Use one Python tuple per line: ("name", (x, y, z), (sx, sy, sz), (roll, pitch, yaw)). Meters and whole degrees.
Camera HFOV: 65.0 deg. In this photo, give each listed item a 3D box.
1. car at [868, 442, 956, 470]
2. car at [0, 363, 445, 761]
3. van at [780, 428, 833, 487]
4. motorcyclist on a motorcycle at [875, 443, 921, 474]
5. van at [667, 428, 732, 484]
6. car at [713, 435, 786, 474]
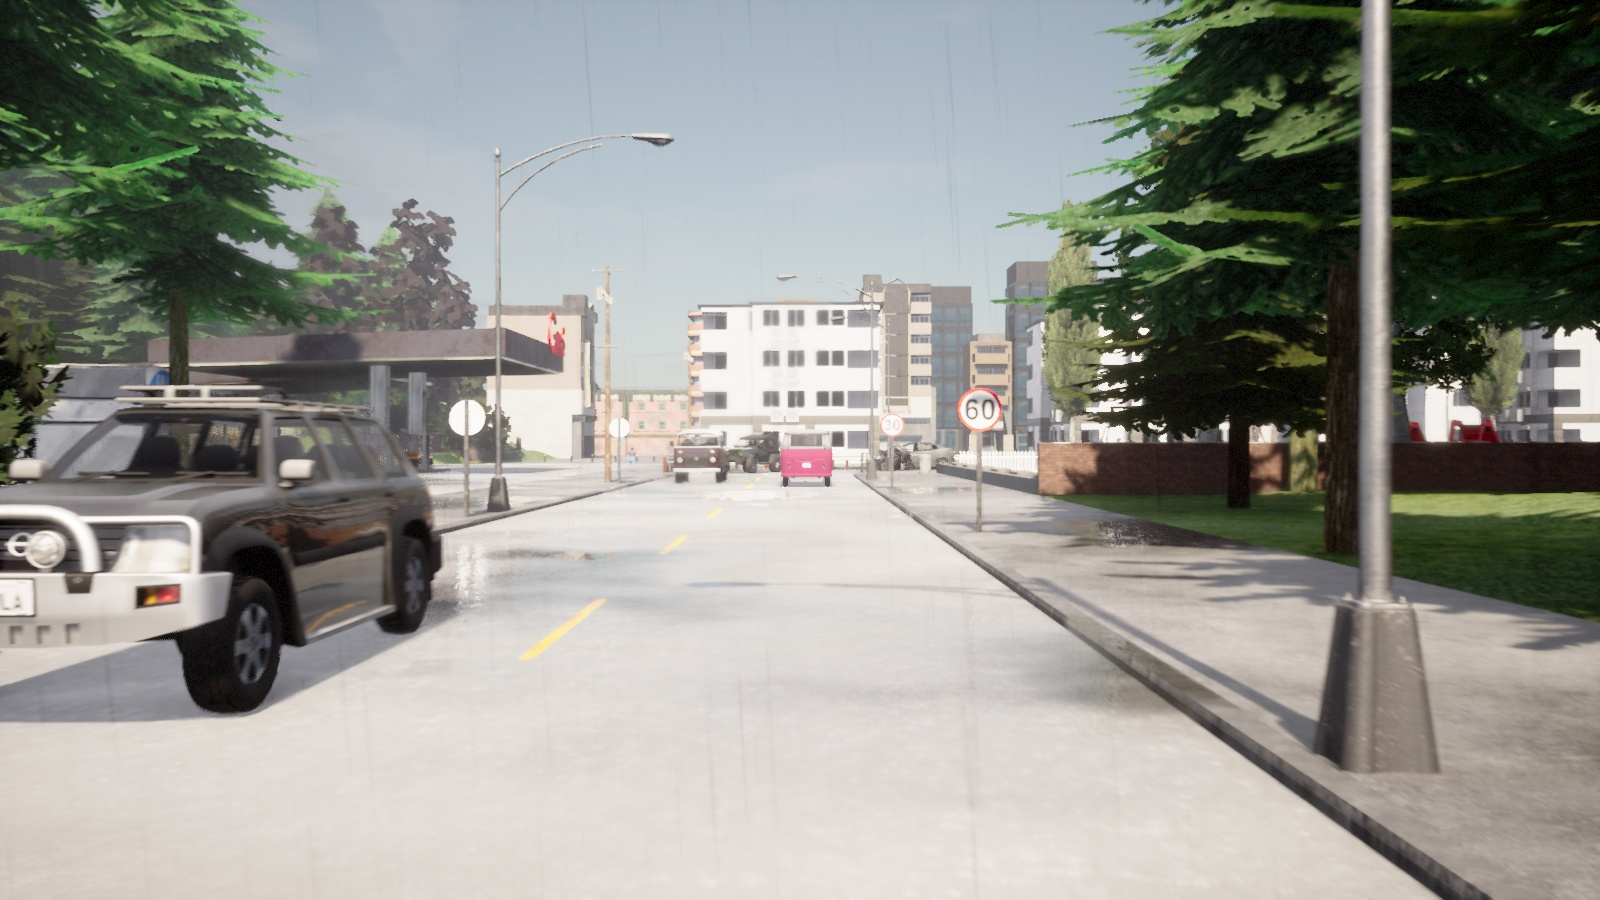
("car", (6.155, 0.309, 69.225), (4.514, 1.525, 2.007), (0, 0, -7))
("car", (-3.936, 0.514, 8.161), (1.932, 1.855, 4.605), (0, 0, 0))
("van", (0.229, 0.248, 44.636), (1.775, 1.987, 4.442), (0, 0, 0))
("motorcyclist on a motorcycle", (5.055, 0.422, 64.746), (2.191, 1.530, 0.866), (0, 2, -30))
("van", (-3.758, 0.199, 47.602), (2.069, 2.038, 4.480), (0, 0, 0))
("car", (-2.480, 0.191, 62.380), (1.905, 1.878, 3.866), (0, 0, 28))
